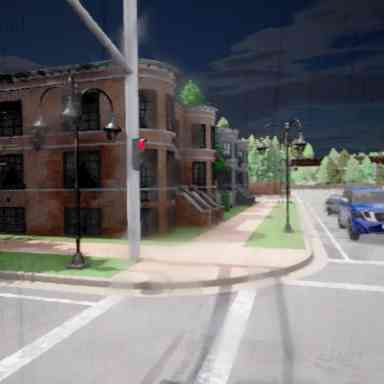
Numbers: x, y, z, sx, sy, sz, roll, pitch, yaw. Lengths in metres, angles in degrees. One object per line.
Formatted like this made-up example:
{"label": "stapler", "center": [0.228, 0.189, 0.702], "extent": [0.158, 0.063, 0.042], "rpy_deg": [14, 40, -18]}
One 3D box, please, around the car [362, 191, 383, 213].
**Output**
{"label": "car", "center": [14.982, 0.725, 26.368], "extent": [1.837, 1.490, 4.892], "rpy_deg": [0, 1, 17]}

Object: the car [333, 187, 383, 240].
{"label": "car", "center": [7.660, 0.800, 14.325], "extent": [2.150, 2.045, 5.566], "rpy_deg": [0, 1, 17]}

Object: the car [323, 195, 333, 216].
{"label": "car", "center": [10.380, 0.909, 23.327], "extent": [1.994, 1.385, 4.181], "rpy_deg": [0, 1, 17]}
